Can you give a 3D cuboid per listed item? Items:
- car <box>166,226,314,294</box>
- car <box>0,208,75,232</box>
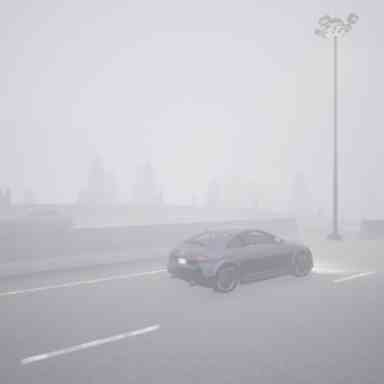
[{"bbox_3d":[1.394,1.629,9.037,4.181,1.385,1.994,1,0,-35],"label":"car"},{"bbox_3d":[-8.967,1.602,19.089,4.181,1.385,1.994,1,0,-35],"label":"car"}]
